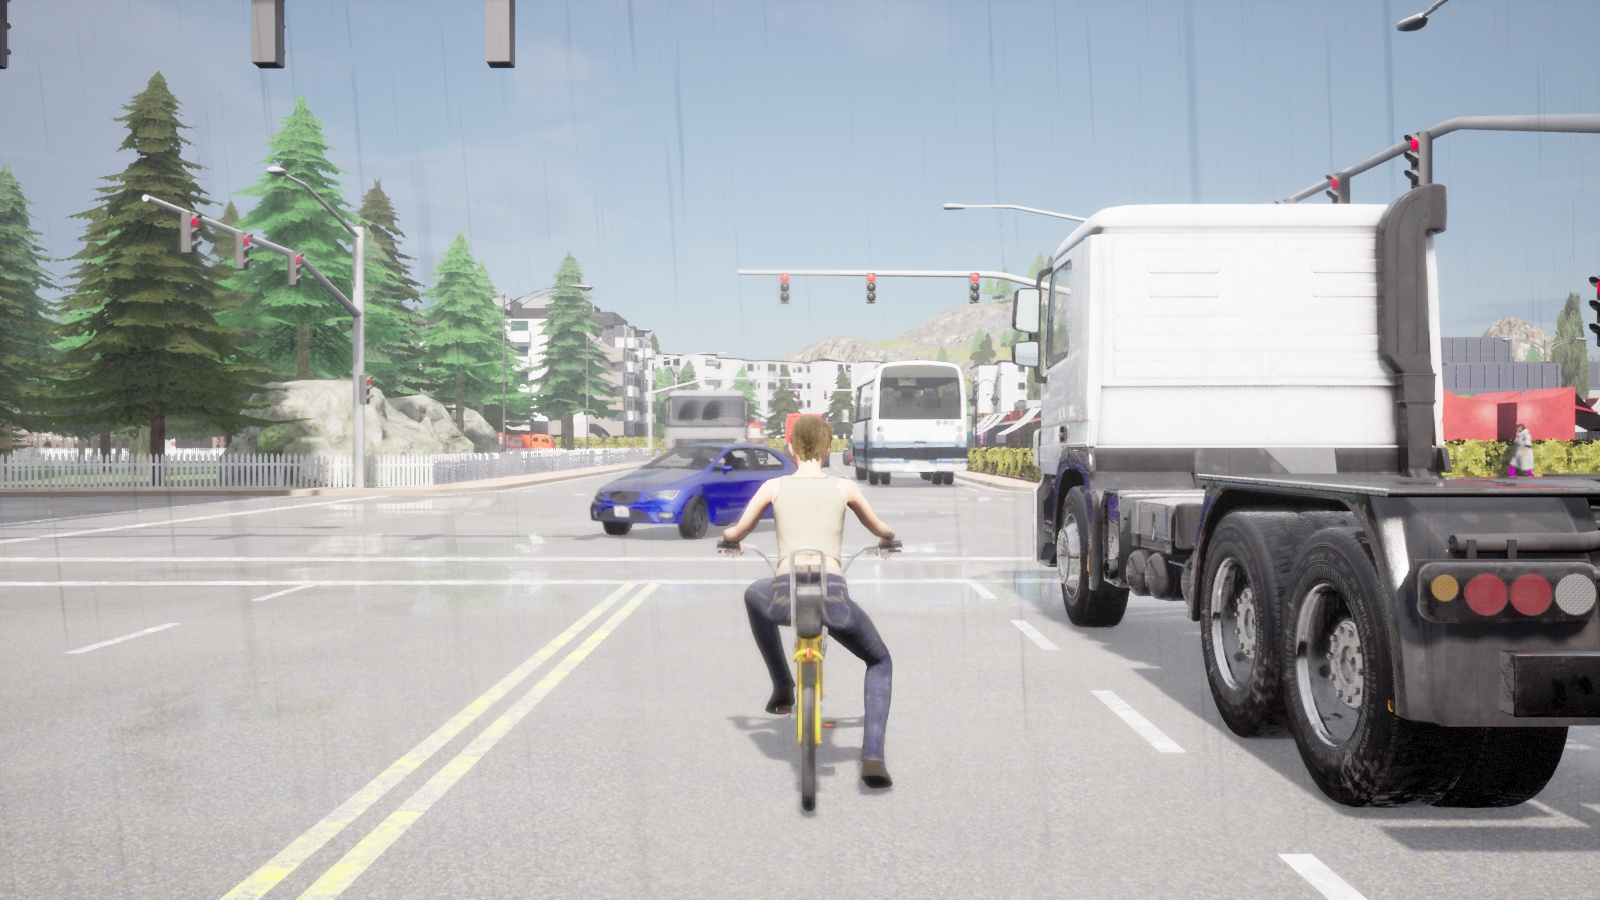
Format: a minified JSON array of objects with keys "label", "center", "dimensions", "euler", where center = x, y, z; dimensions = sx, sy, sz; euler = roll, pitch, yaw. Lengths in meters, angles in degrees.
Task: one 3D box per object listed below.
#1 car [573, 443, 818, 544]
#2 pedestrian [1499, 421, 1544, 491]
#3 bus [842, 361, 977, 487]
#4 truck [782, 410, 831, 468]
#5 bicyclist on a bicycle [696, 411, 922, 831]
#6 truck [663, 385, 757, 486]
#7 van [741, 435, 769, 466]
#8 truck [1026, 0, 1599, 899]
[{"label":"car","center":[-1.582,0.624,20.452],"dimensions":[1.816,1.474,4.193],"euler":[0,0,32]},{"label":"pedestrian","center":[20.227,0.163,35.201],"dimensions":[0.873,1.952,0.659],"euler":[0,0,0]},{"label":"bus","center":[3.860,-0.895,47.479],"dimensions":[3.944,4.253,10.273],"euler":[0,0,-2]},{"label":"truck","center":[0.429,-0.674,77.772],"dimensions":[2.891,3.462,7.936],"euler":[0,0,1]},{"label":"bicyclist on a bicycle","center":[0.042,0.652,5.576],"dimensions":[0.866,1.612,1.509],"euler":[0,0,1]},{"label":"truck","center":[-3.228,-0.501,46.988],"dimensions":[2.891,3.462,7.936],"euler":[0,0,0]},{"label":"van","center":[-3.022,0.017,85.001],"dimensions":[1.775,1.987,4.442],"euler":[0,0,0]},{"label":"truck","center":[3.559,-0.277,7.884],"dimensions":[2.891,3.462,7.936],"euler":[0,0,0]}]
